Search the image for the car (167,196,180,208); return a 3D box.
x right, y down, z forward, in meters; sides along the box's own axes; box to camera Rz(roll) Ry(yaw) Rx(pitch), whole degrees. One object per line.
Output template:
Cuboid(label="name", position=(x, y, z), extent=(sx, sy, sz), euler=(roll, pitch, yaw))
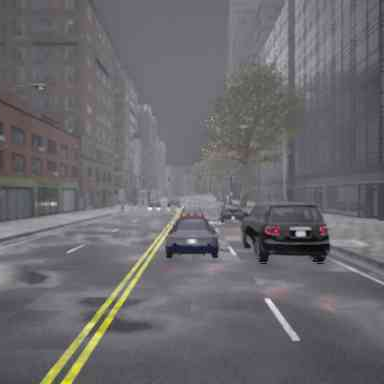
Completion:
Cuboid(label="car", position=(-3.300, 1.774, 60.489), extent=(2.150, 2.045, 5.566), euler=(0, -1, 0))

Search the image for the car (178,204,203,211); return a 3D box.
Cuboid(label="car", position=(0.000, 1.868, 28.251), extent=(1.895, 1.301, 4.718), euler=(0, -1, 1))

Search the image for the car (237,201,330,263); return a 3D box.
Cuboid(label="car", position=(3.252, 1.348, 12.583), extent=(2.150, 2.045, 5.566), euler=(0, 0, 0))

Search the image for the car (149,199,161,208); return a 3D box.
Cuboid(label="car", position=(-6.561, 2.047, 59.557), extent=(1.837, 1.490, 4.892), euler=(0, -1, 0))

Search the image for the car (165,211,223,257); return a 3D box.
Cuboid(label="car", position=(0.015, 1.696, 13.544), extent=(1.994, 1.385, 4.181), euler=(0, 0, 0))

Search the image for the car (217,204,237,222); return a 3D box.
Cuboid(label="car", position=(3.254, 1.777, 28.497), extent=(1.837, 1.490, 4.892), euler=(0, 0, 1))
